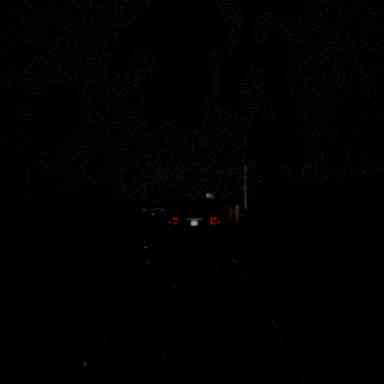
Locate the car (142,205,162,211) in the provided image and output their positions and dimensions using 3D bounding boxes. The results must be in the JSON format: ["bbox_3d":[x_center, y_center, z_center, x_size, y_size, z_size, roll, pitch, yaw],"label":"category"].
[{"bbox_3d":[-2.746,1.210,26.292,2.033,1.411,5.357,0,0,0],"label":"car"}]

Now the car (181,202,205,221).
[{"bbox_3d":[0.104,1.618,28.719,1.895,1.301,4.718,0,0,0],"label":"car"}]

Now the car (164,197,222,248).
[{"bbox_3d":[0.100,1.231,14.836,2.150,2.045,5.566,0,0,0],"label":"car"}]
